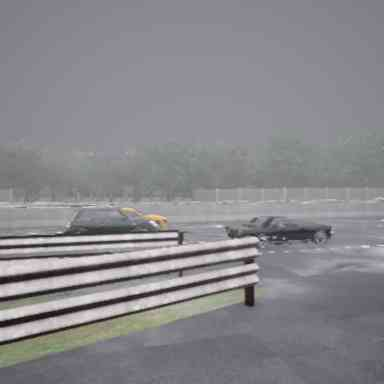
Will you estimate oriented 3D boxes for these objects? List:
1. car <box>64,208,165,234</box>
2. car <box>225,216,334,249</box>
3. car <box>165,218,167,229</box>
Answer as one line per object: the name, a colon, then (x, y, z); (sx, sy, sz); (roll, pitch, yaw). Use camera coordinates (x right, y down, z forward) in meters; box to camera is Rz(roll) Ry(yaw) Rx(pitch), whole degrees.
car: (-3.927, 1.570, 16.559); (4.553, 1.767, 2.097); (0, 0, -17)
car: (4.036, 1.757, 15.285); (4.718, 1.301, 1.895); (0, 0, -17)
car: (-4.014, 1.714, 20.185); (5.008, 1.535, 1.882); (0, 0, -17)
